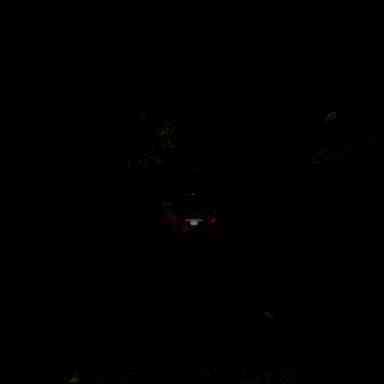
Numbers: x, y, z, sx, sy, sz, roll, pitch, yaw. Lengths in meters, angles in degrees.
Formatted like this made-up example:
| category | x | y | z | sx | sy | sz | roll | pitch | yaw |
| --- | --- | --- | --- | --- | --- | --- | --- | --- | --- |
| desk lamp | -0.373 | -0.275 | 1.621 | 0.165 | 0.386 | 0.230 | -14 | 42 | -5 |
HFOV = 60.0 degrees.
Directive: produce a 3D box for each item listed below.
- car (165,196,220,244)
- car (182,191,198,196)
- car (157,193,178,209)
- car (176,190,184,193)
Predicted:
| category | x | y | z | sx | sy | sz | roll | pitch | yaw |
| --- | --- | --- | --- | --- | --- | --- | --- | --- | --- |
| car | 0.086 | 1.251 | 15.378 | 2.097 | 1.767 | 4.553 | 0 | 1 | 0 |
| car | 0.083 | 1.084 | 31.237 | 2.097 | 1.767 | 4.553 | 0 | 1 | 0 |
| car | -2.856 | 1.150 | 38.065 | 1.837 | 1.490 | 4.892 | 0 | 1 | 0 |
| car | -2.740 | 0.138 | 78.612 | 1.882 | 1.535 | 5.008 | 0 | 1 | 0 |
